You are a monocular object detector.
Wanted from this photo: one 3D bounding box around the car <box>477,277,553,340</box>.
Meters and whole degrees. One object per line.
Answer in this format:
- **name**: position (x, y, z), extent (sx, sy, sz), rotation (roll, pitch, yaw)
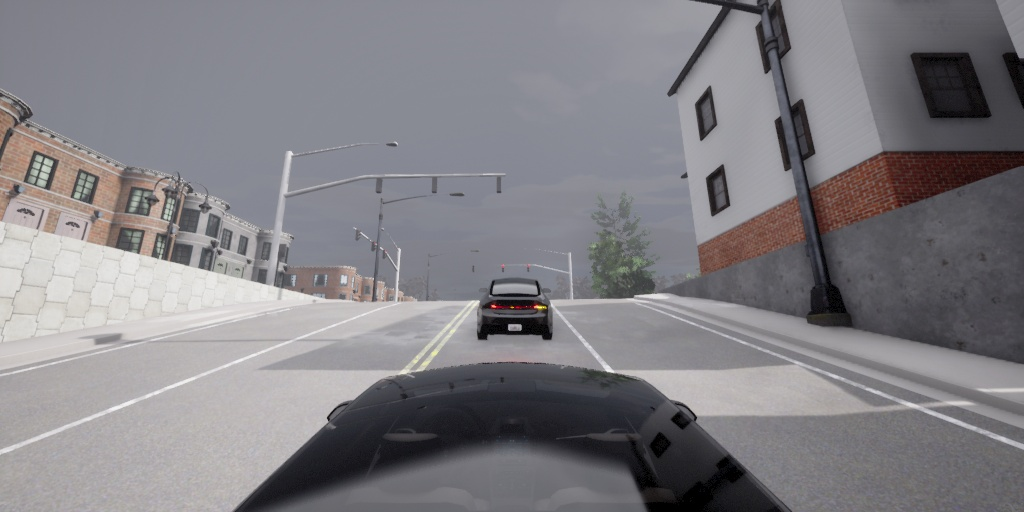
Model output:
- **car**: position (0.080, 1.351, 10.332), extent (1.837, 1.490, 4.892), rotation (0, 0, 0)
